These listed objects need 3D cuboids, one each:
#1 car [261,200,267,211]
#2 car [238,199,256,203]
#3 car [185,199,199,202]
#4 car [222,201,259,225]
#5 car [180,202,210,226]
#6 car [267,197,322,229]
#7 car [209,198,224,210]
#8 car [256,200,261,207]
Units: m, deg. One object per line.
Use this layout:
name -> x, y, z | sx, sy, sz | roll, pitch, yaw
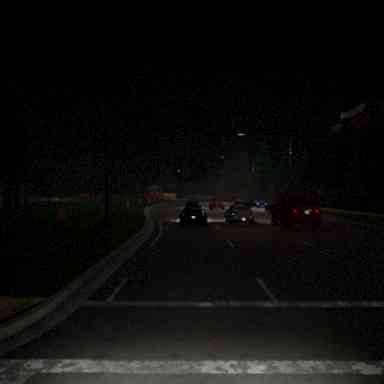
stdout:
car -> 10.499, 1.861, 42.082 | 1.895, 1.301, 4.718 | 0, 0, 0
car -> 7.042, 1.776, 46.130 | 2.128, 1.511, 4.902 | 0, 0, 1
car -> 0.062, 1.780, 49.083 | 1.882, 1.535, 5.008 | 0, 0, 0
car -> 3.586, 1.682, 25.374 | 1.812, 1.442, 4.674 | 0, 0, 0
car -> 0.100, 1.718, 24.907 | 1.994, 1.385, 4.181 | 0, 0, 0
car -> 7.100, 1.365, 23.185 | 2.150, 2.045, 5.566 | 0, 0, 0
car -> 3.556, 1.649, 48.339 | 2.097, 1.767, 4.553 | 0, 0, 0
car -> 10.499, 1.922, 52.083 | 1.895, 1.301, 4.718 | 0, 0, 0
